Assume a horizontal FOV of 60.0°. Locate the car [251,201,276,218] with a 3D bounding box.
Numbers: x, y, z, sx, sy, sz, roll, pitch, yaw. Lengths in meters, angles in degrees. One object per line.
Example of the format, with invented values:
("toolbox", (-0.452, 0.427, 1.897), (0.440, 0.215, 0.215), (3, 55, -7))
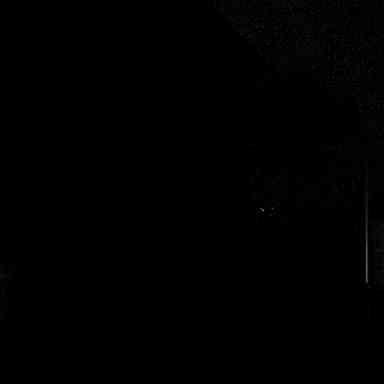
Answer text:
("car", (6.121, 1.691, 33.207), (2.097, 1.767, 4.553), (0, -1, -35))
